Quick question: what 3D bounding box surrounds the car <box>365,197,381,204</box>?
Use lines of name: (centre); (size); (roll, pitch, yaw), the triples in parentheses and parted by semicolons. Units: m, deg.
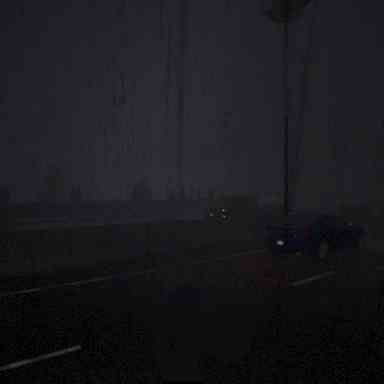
car: (30.551, 1.637, 55.992); (1.812, 1.442, 4.674); (0, 0, 37)

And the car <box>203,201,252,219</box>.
car: (3.504, 1.630, 31.658); (2.033, 1.411, 5.357); (0, 0, 39)

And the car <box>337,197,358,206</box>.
car: (27.383, 1.615, 57.606); (2.128, 1.511, 4.902); (0, 0, 37)

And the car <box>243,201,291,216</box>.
car: (5.883, 1.584, 23.807); (1.812, 1.442, 4.674); (0, 0, 42)

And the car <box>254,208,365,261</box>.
car: (4.730, 1.506, 12.506); (5.008, 1.535, 1.882); (0, 0, -42)

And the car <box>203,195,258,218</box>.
car: (3.250, 1.288, 26.051); (2.150, 2.045, 5.566); (0, 0, 42)

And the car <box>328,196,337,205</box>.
car: (27.475, 1.636, 63.565); (1.837, 1.490, 4.892); (0, 0, 37)
